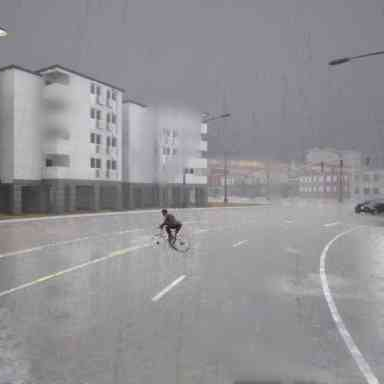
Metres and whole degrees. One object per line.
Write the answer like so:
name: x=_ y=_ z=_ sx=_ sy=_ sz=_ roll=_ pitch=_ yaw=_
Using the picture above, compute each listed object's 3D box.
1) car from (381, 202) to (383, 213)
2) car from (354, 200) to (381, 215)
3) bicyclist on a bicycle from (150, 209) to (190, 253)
car: x=20.223 y=1.505 z=31.247 sx=4.892 sy=1.490 sz=1.837 roll=0 pitch=0 yaw=-34
car: x=18.804 y=1.564 z=34.506 sx=4.181 sy=1.385 sz=1.994 roll=0 pitch=0 yaw=-33
bicyclist on a bicycle: x=-0.841 y=1.455 z=12.326 sx=1.656 sy=1.620 sz=0.582 roll=-2 pitch=-1 yaw=23
